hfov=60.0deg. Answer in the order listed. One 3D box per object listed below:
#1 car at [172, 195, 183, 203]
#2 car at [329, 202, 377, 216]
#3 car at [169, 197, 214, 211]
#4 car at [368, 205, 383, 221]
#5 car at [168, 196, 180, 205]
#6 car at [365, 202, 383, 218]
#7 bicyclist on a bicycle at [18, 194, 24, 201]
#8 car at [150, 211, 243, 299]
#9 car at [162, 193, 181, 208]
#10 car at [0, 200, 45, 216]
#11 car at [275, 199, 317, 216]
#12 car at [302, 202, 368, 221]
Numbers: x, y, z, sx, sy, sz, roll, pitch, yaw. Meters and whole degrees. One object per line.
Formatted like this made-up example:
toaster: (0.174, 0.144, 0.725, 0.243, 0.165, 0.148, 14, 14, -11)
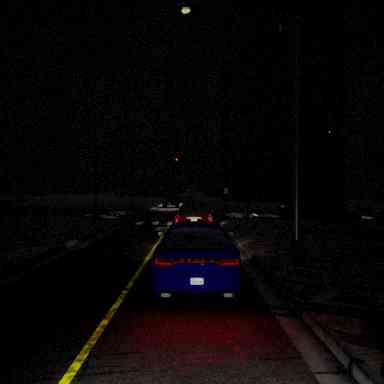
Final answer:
car: (-3.024, 1.493, 69.485, 2.128, 1.511, 4.902, 0, 0, 0)
car: (17.778, 1.842, 36.905, 4.403, 1.369, 2.008, 1, -1, 0)
car: (0.116, 1.352, 17.693, 2.097, 1.767, 4.553, 0, 0, 1)
car: (17.942, 1.824, 28.381, 4.829, 1.417, 1.752, 1, -1, 0)
car: (-3.092, 1.526, 59.166, 1.812, 1.442, 4.674, 0, 0, 1)
car: (20.658, 1.864, 34.232, 4.674, 1.442, 1.812, 1, 0, 0)
bicyclist on a bicycle: (-20.506, 1.030, 39.762, 0.582, 1.620, 1.656, 1, 0, 0)
car: (0.099, 1.477, 8.539, 1.882, 1.535, 5.008, 0, 0, 0)
car: (-3.104, 1.222, 49.335, 2.150, 2.045, 5.566, 0, 0, 0)
car: (-14.780, 1.367, 28.278, 4.403, 1.369, 2.008, 1, -1, 0)
car: (10.945, 1.539, 34.228, 4.553, 1.767, 2.097, 1, 0, 0)
car: (12.129, 1.775, 28.380, 4.313, 1.339, 1.947, 1, -1, 0)
